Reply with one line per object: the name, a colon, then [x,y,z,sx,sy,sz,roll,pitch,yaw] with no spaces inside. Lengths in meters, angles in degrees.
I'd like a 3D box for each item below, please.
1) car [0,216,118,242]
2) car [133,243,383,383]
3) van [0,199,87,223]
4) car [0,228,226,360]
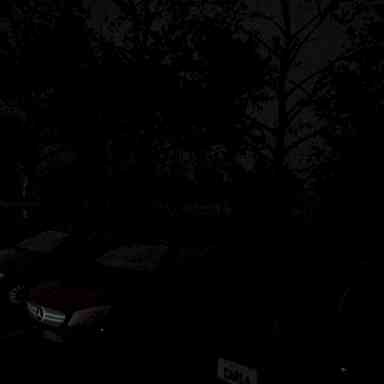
car: [-2.933,1.502,7.858,2.002,1.452,4.674,0,0,36]
car: [1.719,1.511,4.569,2.163,1.488,4.792,0,0,36]
van: [-5.183,1.226,9.305,1.878,1.987,4.442,0,1,35]
car: [-0.666,1.515,6.240,2.002,1.452,4.674,0,0,36]
